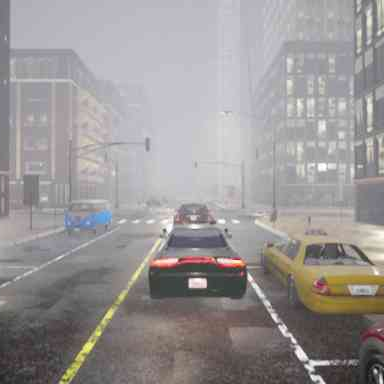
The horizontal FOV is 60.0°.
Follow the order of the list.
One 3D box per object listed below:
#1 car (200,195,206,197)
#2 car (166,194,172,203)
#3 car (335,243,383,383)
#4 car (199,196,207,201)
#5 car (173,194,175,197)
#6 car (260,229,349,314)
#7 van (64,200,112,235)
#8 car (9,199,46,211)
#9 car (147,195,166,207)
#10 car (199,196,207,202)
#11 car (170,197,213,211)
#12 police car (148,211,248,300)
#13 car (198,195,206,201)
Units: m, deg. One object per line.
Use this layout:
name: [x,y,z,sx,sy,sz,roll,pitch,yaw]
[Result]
car: [2.695,1.532,56.691,1.752,1.417,4.829,0,0,0]
car: [-5.687,1.594,67.845,1.947,1.339,4.313,0,0,0]
car: [2.706,1.437,1.882,1.967,1.590,4.097,1,0,0]
car: [2.692,1.645,84.835,1.947,1.339,4.313,0,0,0]
car: [-5.687,1.500,79.171,1.967,1.590,4.097,0,0,0]
car: [2.707,1.515,7.576,1.752,1.417,4.829,1,0,0]
van: [-5.660,1.324,18.452,1.690,1.788,3.998,1,0,0]
car: [-19.055,1.468,37.860,4.507,1.381,1.887,0,-1,0]
car: [-5.684,1.314,50.858,2.192,1.841,5.009,0,0,0]
car: [2.693,1.586,79.341,1.752,1.417,4.829,0,0,0]
car: [0.085,1.334,18.615,2.097,1.767,4.553,0,0,0]
police car: [0.102,1.493,8.505,2.038,1.542,4.974,0,0,0]
car: [2.692,1.538,90.498,1.967,1.590,4.097,0,0,0]
